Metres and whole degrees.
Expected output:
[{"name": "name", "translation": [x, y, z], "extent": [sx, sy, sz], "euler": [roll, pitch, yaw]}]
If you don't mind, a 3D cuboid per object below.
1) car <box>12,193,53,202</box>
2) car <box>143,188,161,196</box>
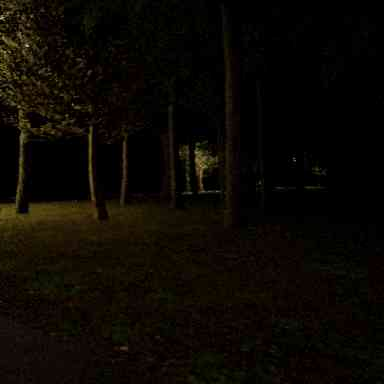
[{"name": "car", "translation": [-20.796, 0.751, 43.715], "extent": [1.895, 1.301, 4.718], "euler": [-2, 0, 34]}, {"name": "car", "translation": [-8.871, -0.159, 73.492], "extent": [2.097, 1.767, 4.553], "euler": [-2, 1, 34]}]
